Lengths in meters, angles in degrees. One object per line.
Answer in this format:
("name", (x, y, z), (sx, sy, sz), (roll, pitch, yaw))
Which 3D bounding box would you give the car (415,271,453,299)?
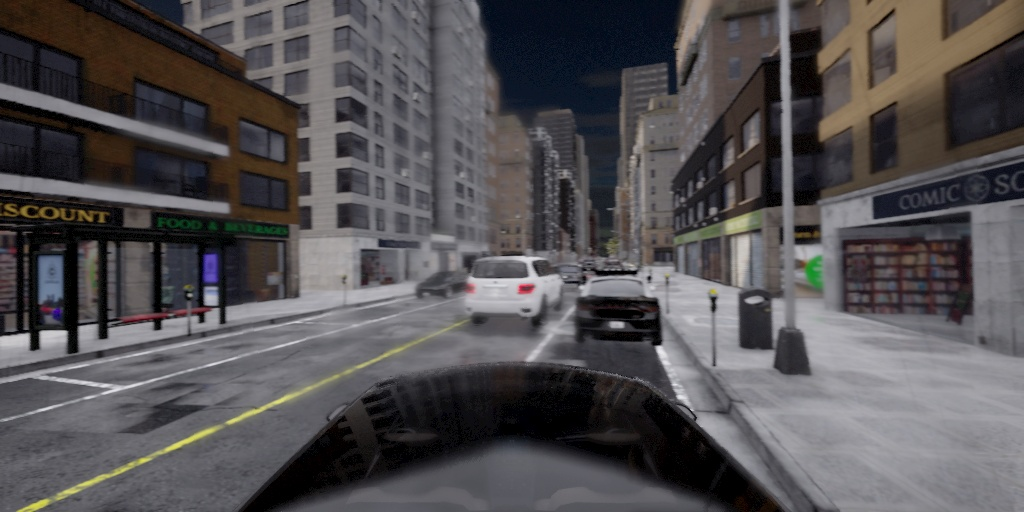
("car", (-3.515, 1.471, 19.363), (1.948, 1.339, 4.313), (0, 0, 16))

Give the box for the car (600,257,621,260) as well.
("car", (10.831, 1.077, 38.219), (2.192, 1.841, 5.009), (0, 0, 16))

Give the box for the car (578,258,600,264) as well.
("car", (9.787, 1.321, 44.917), (1.837, 1.490, 4.892), (-1, 0, 16))

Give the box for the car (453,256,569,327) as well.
("car", (0.329, 1.023, 11.987), (2.150, 2.045, 5.566), (-1, 0, 16))

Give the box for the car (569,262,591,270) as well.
("car", (4.000, 1.353, 24.614), (2.033, 1.411, 5.357), (-1, 0, 16))

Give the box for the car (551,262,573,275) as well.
("car", (6.064, 1.471, 43.050), (1.895, 1.301, 4.718), (-1, 0, 16))

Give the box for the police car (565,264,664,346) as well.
("police car", (2.807, 1.169, 9.624), (1.930, 1.638, 5.238), (-1, 0, 16))

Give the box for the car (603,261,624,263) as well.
("car", (7.753, 1.308, 27.609), (2.007, 1.370, 4.403), (0, 0, 16))
